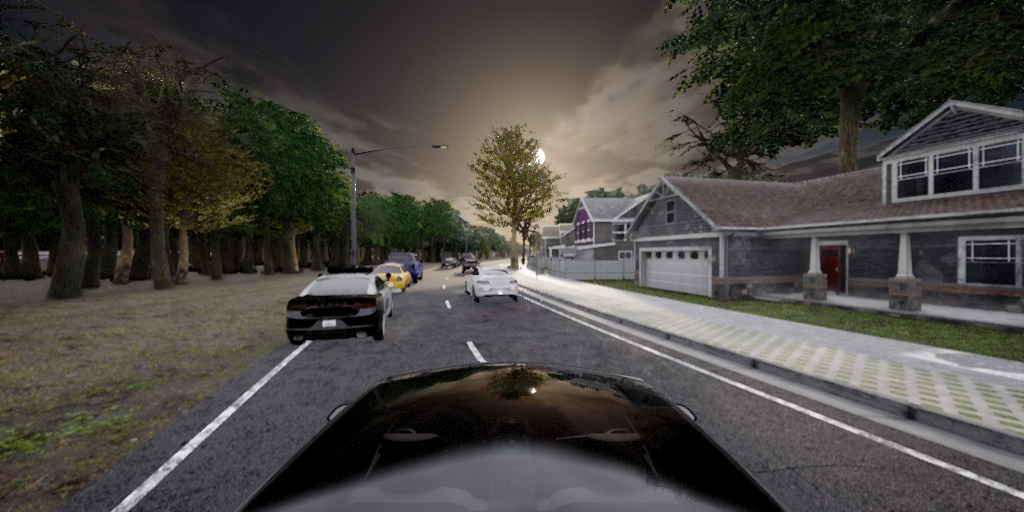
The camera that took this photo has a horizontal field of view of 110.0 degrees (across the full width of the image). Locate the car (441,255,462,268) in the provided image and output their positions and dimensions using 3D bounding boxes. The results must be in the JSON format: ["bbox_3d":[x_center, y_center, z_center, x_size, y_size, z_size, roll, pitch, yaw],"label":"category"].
[{"bbox_3d":[-8.218,0.892,48.051,1.812,1.442,4.674,0,0,0],"label":"car"}]

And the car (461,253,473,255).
[{"bbox_3d":[-7.780,0.548,63.745,2.150,2.045,5.566,0,0,4],"label":"car"}]

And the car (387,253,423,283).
[{"bbox_3d":[-7.524,0.782,25.112,2.150,2.045,5.566,0,0,-9],"label":"car"}]

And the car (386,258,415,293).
[{"bbox_3d":[-6.519,1.061,19.389,1.801,1.575,5.366,0,0,-11],"label":"car"}]

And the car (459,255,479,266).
[{"bbox_3d":[-4.221,0.950,37.990,1.837,1.490,4.892,0,0,-4],"label":"car"}]

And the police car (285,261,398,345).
[{"bbox_3d":[-4.282,1.111,9.608,1.930,1.638,5.238,0,0,-15],"label":"police car"}]

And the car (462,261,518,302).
[{"bbox_3d":[-0.981,1.155,16.084,1.812,1.442,4.674,0,1,-13],"label":"car"}]
